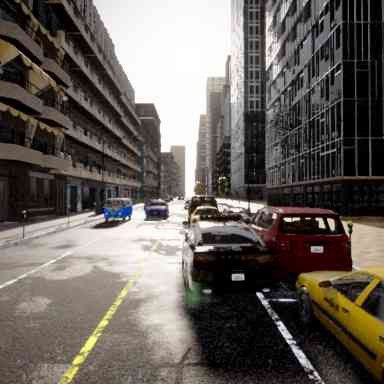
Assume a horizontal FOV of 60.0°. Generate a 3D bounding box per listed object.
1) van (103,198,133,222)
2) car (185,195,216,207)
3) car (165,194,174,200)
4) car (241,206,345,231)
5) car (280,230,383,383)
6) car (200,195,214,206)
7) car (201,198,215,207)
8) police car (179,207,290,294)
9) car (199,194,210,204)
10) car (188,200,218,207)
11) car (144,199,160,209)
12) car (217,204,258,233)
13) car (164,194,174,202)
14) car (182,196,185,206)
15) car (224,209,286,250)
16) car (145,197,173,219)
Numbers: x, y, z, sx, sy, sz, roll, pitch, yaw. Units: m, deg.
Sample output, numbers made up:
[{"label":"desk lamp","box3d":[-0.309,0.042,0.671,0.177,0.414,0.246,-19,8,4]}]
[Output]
[{"label":"van","box3d":[-5.734,1.362,26.095,1.690,1.788,3.998,1,0,0]},{"label":"car","box3d":[0.771,1.241,24.948,2.150,2.045,5.566,0,0,-1]},{"label":"car","box3d":[-5.852,1.697,75.800,1.887,1.381,4.507,1,0,0]},{"label":"car","box3d":[2.684,1.320,9.545,2.192,1.841,5.009,1,0,0]},{"label":"car","box3d":[2.693,1.527,4.193,1.752,1.417,4.829,1,0,0]},{"label":"car","box3d":[2.569,1.412,59.251,2.192,1.841,5.009,1,0,0]},{"label":"car","box3d":[2.578,1.647,53.727,1.947,1.339,4.313,1,0,0]},{"label":"police car","box3d":[0.717,1.429,8.957,1.930,1.638,5.238,0,0,-4]},{"label":"car","box3d":[2.543,1.447,70.297,2.192,1.841,5.009,1,0,0]},{"label":"car","box3d":[0.810,1.468,19.086,1.801,1.575,5.366,0,0,0]},{"label":"car","box3d":[-5.789,1.647,48.186,1.802,1.307,4.206,1,0,0]},{"label":"car","box3d":[2.655,1.558,20.591,1.887,1.381,4.507,1,0,0]},{"label":"car","box3d":[-5.875,1.513,86.847,2.192,1.841,5.009,1,0,0]},{"label":"car","box3d":[-0.097,1.588,46.791,1.812,1.442,4.674,0,0,0]},{"label":"car","box3d":[2.667,1.574,15.067,1.947,1.339,4.313,1,0,0]},{"label":"car","box3d":[-3.069,1.504,30.081,1.882,1.535,5.008,0,0,0]}]
